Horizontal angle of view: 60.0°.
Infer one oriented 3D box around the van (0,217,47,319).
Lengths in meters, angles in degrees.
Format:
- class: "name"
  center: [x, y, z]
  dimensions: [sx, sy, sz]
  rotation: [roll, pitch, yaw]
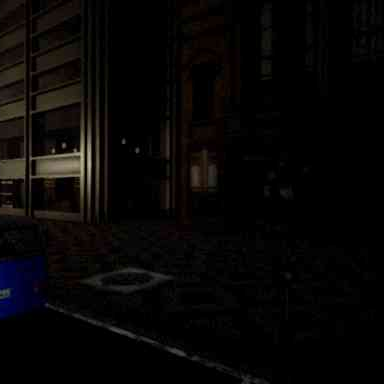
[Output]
- class: "van"
  center: [-4.360, 1.293, 6.071]
  dimensions: [3.998, 1.788, 1.690]
  rotation: [0, 0, 35]
